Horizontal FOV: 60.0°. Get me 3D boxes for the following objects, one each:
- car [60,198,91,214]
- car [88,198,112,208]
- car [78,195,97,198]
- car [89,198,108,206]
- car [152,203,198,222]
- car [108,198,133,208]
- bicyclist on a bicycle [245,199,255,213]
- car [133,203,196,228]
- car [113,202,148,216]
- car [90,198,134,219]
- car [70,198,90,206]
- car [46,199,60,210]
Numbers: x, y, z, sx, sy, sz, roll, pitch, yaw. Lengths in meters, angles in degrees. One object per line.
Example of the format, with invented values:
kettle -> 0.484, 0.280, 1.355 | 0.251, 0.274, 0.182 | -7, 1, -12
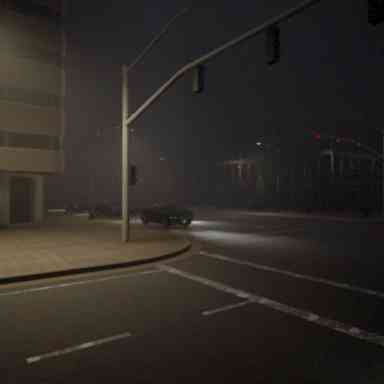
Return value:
car -> -13.430, 1.730, 39.226 | 2.033, 1.411, 5.357 | 0, 0, -37
car -> -14.812, 1.736, 53.122 | 2.128, 1.511, 4.902 | 0, 0, -36
car -> -14.395, 1.433, 46.447 | 2.150, 2.045, 5.566 | 0, 0, -37
car -> -17.568, 1.879, 62.652 | 1.895, 1.301, 4.718 | 0, 0, -36
car -> -1.526, 1.754, 29.002 | 1.994, 1.385, 4.181 | 0, 0, -36
car -> -11.796, 1.815, 54.924 | 2.033, 1.411, 5.357 | 0, 0, -36
bicyclist on a bicycle -> 6.612, 1.574, 38.155 | 1.656, 1.620, 0.582 | 0, 0, -36
car -> -1.911, 1.653, 23.610 | 2.128, 1.511, 4.902 | 0, 0, -36
car -> -6.732, 1.800, 36.048 | 1.895, 1.301, 4.718 | 0, 0, -36
car -> -7.539, 1.650, 31.252 | 1.882, 1.535, 5.008 | 0, 0, -37
car -> -20.492, 1.802, 60.721 | 2.033, 1.411, 5.357 | 0, 0, -36
car -> -19.400, 1.758, 47.371 | 1.994, 1.385, 4.181 | 0, 0, -36
